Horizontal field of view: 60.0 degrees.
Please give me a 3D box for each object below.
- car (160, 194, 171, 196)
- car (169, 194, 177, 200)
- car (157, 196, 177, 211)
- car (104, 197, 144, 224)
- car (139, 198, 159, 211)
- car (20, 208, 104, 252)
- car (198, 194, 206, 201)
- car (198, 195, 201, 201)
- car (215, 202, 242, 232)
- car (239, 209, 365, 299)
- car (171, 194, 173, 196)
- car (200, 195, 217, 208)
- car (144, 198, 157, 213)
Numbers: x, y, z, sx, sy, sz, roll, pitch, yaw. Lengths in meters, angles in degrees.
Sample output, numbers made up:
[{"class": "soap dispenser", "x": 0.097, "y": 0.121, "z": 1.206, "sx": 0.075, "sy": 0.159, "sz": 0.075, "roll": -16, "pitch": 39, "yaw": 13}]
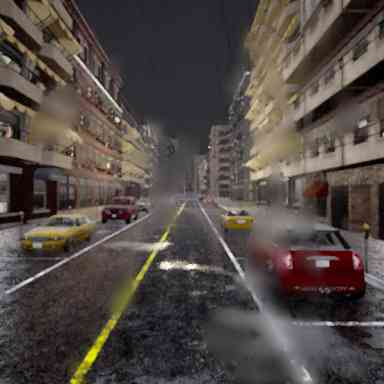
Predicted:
[{"class": "car", "x": -5.320, "y": 1.511, "z": 58.413, "sx": 2.008, "sy": 1.369, "sz": 4.403, "roll": 1, "pitch": 0, "yaw": 0}, {"class": "car", "x": -5.335, "y": 1.371, "z": 91.707, "sx": 1.967, "sy": 1.590, "sz": 4.097, "roll": 1, "pitch": 0, "yaw": 0}, {"class": "car", "x": -2.756, "y": 1.521, "z": 40.503, "sx": 2.033, "sy": 1.411, "sz": 5.357, "roll": 0, "pitch": 0, "yaw": 0}, {"class": "car", "x": -5.309, "y": 1.300, "z": 25.119, "sx": 2.192, "sy": 1.841, "sz": 5.009, "roll": 1, "pitch": 0, "yaw": 0}, {"class": "car", "x": -5.316, "y": 1.539, "z": 41.766, "sx": 1.947, "sy": 1.339, "sz": 4.313, "roll": 1, "pitch": 0, "yaw": 0}, {"class": "car", "x": -5.309, "y": 1.518, "z": 13.851, "sx": 1.752, "sy": 1.417, "sz": 4.829, "roll": 1, "pitch": 0, "yaw": 0}, {"class": "car", "x": 2.555, "y": 1.374, "z": 86.182, "sx": 1.967, "sy": 1.590, "sz": 4.097, "roll": 1, "pitch": 0, "yaw": 0}, {"class": "car", "x": 2.555, "y": 1.521, "z": 80.632, "sx": 1.802, "sy": 1.307, "sz": 4.206, "roll": 1, "pitch": 0, "yaw": 0}, {"class": "car", "x": 2.570, "y": 1.512, "z": 19.762, "sx": 1.752, "sy": 1.417, "sz": 4.829, "roll": 1, "pitch": 0, "yaw": 0}, {"class": "car", "x": 2.573, "y": 1.435, "z": 8.494, "sx": 1.967, "sy": 1.590, "sz": 4.097, "roll": 1, "pitch": 0, "yaw": 0}, {"class": "car", "x": -5.318, "y": 1.270, "z": 63.962, "sx": 2.192, "sy": 1.841, "sz": 5.009, "roll": 1, "pitch": 0, "yaw": 0}, {"class": "car", "x": 2.564, "y": 1.408, "z": 47.338, "sx": 1.967, "sy": 1.590, "sz": 4.097, "roll": 1, "pitch": 0, "yaw": 0}, {"class": "car", "x": -5.315, "y": 1.528, "z": 36.217, "sx": 2.008, "sy": 1.369, "sz": 4.403, "roll": 1, "pitch": 0, "yaw": 0}]
